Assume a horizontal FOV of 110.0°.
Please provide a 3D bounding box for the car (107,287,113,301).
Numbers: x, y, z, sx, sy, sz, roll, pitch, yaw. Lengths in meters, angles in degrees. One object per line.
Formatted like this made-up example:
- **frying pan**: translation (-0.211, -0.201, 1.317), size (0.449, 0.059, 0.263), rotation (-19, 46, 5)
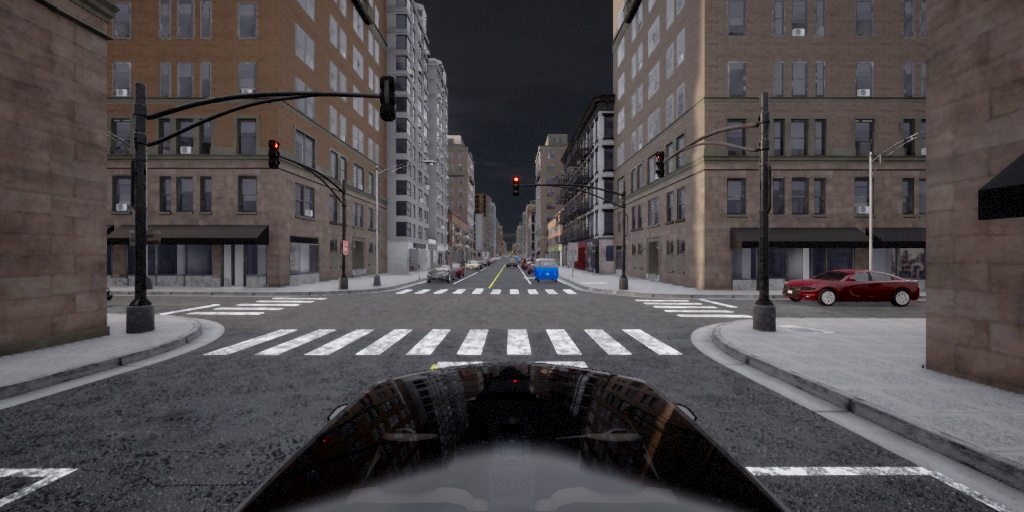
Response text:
- **car**: translation (-17.751, 1.198, 12.776), size (5.357, 1.411, 2.033), rotation (0, 0, 0)

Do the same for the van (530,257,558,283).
- **van**: translation (2.589, 1.089, 27.969), size (1.690, 1.789, 3.998), rotation (0, 0, 0)

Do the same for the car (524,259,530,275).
- **car**: translation (2.568, 1.330, 39.331), size (1.802, 1.307, 4.207), rotation (0, 0, 0)

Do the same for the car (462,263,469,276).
- **car**: translation (-5.447, 1.293, 33.627), size (1.888, 1.381, 4.507), rotation (0, 0, 0)

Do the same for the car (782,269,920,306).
- **car**: translation (14.789, 1.326, 15.833), size (5.008, 1.535, 1.882), rotation (0, 0, 1)

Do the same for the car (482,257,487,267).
- **car**: translation (-5.488, 1.306, 56.356), size (1.948, 1.339, 4.313), rotation (0, 0, 0)

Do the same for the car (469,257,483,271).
- **car**: translation (-5.478, 1.269, 50.504), size (1.751, 1.417, 4.829), rotation (0, 0, 0)

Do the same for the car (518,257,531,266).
- **car**: translation (2.537, 1.055, 56.376), size (2.192, 1.841, 5.009), rotation (0, 0, 0)

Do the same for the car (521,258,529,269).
- **car**: translation (2.547, 1.326, 50.695), size (1.802, 1.307, 4.207), rotation (0, 0, 0)

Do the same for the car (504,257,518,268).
- **car**: translation (-0.013, 1.337, 61.580), size (1.895, 1.301, 4.718), rotation (0, 0, 0)

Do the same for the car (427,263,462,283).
- **car**: translation (-5.436, 1.299, 27.946), size (2.007, 1.370, 4.403), rotation (0, 0, 0)
